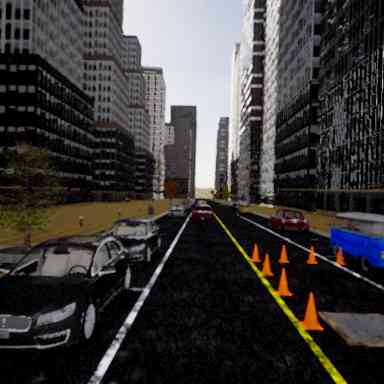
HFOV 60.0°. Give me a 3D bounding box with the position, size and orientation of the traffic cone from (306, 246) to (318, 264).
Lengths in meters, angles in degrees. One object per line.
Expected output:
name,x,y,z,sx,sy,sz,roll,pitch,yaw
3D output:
traffic cone,4.282,2.224,11.871,0.340,0.580,0.340,2,-1,2

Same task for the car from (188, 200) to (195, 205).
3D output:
car,-0.157,2.644,85.016,1.802,1.307,4.206,1,-1,2

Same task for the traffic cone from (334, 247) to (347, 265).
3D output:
traffic cone,5.281,2.254,11.843,0.340,0.580,0.340,2,-1,2

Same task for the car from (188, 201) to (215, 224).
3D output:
car,0.941,1.855,28.861,1.882,1.535,5.008,2,-1,2

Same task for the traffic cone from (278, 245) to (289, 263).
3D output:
traffic cone,3.283,2.195,11.898,0.340,0.580,0.340,2,-1,2

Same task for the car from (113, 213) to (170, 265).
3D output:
car,-2.131,1.631,11.926,2.008,1.369,4.403,1,-1,2

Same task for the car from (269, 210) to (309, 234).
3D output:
car,6.547,1.911,22.943,1.967,1.590,4.097,1,-1,2

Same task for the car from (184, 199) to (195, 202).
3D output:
car,-0.914,2.115,56.906,1.967,1.590,4.097,1,-1,2

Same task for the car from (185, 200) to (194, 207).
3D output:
car,-0.460,2.451,73.772,1.887,1.381,4.507,1,-1,2

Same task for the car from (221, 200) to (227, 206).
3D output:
car,8.222,2.835,84.957,1.752,1.417,4.829,0,-1,2

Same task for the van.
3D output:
van,6.244,1.666,11.700,1.690,1.788,3.998,1,-1,2

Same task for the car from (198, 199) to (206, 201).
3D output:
car,2.669,2.553,89.295,2.097,1.767,4.553,2,-1,2

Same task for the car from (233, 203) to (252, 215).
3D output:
car,7.159,2.295,45.602,1.752,1.417,4.829,1,-1,2

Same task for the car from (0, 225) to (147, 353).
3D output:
car,-2.283,1.560,6.304,2.008,1.369,4.403,1,-1,2

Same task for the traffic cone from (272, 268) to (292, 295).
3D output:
traffic cone,2.176,2.115,7.927,0.340,0.580,0.340,2,-1,2

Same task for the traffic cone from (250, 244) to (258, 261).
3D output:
traffic cone,2.284,2.166,11.925,0.340,0.580,0.340,2,-1,2

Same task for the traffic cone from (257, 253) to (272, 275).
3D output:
traffic cone,2.230,2.141,9.926,0.340,0.580,0.340,2,-1,2

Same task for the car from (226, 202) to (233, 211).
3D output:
car,7.458,2.485,56.675,1.947,1.339,4.313,1,-1,2

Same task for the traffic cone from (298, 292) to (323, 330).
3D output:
traffic cone,2.122,2.090,5.928,0.340,0.580,0.340,2,-1,2

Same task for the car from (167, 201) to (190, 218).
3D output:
car,-1.523,1.925,34.415,2.008,1.369,4.403,1,-1,2
